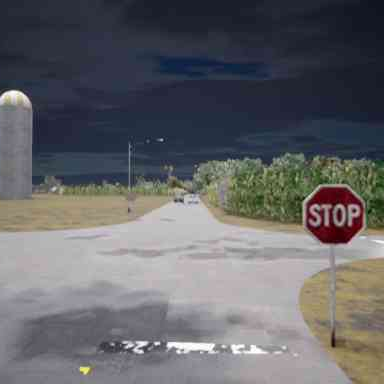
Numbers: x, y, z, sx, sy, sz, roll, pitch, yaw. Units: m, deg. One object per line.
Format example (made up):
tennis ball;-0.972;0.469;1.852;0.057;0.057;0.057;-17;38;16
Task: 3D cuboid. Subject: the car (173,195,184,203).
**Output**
car;-2.573;1.375;65.537;1.882;1.535;5.008;0;0;0

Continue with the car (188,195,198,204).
car;0.166;1.507;61.388;1.895;1.301;4.718;0;0;0

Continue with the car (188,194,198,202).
car;0.193;1.258;71.365;2.033;1.411;5.357;0;0;0
